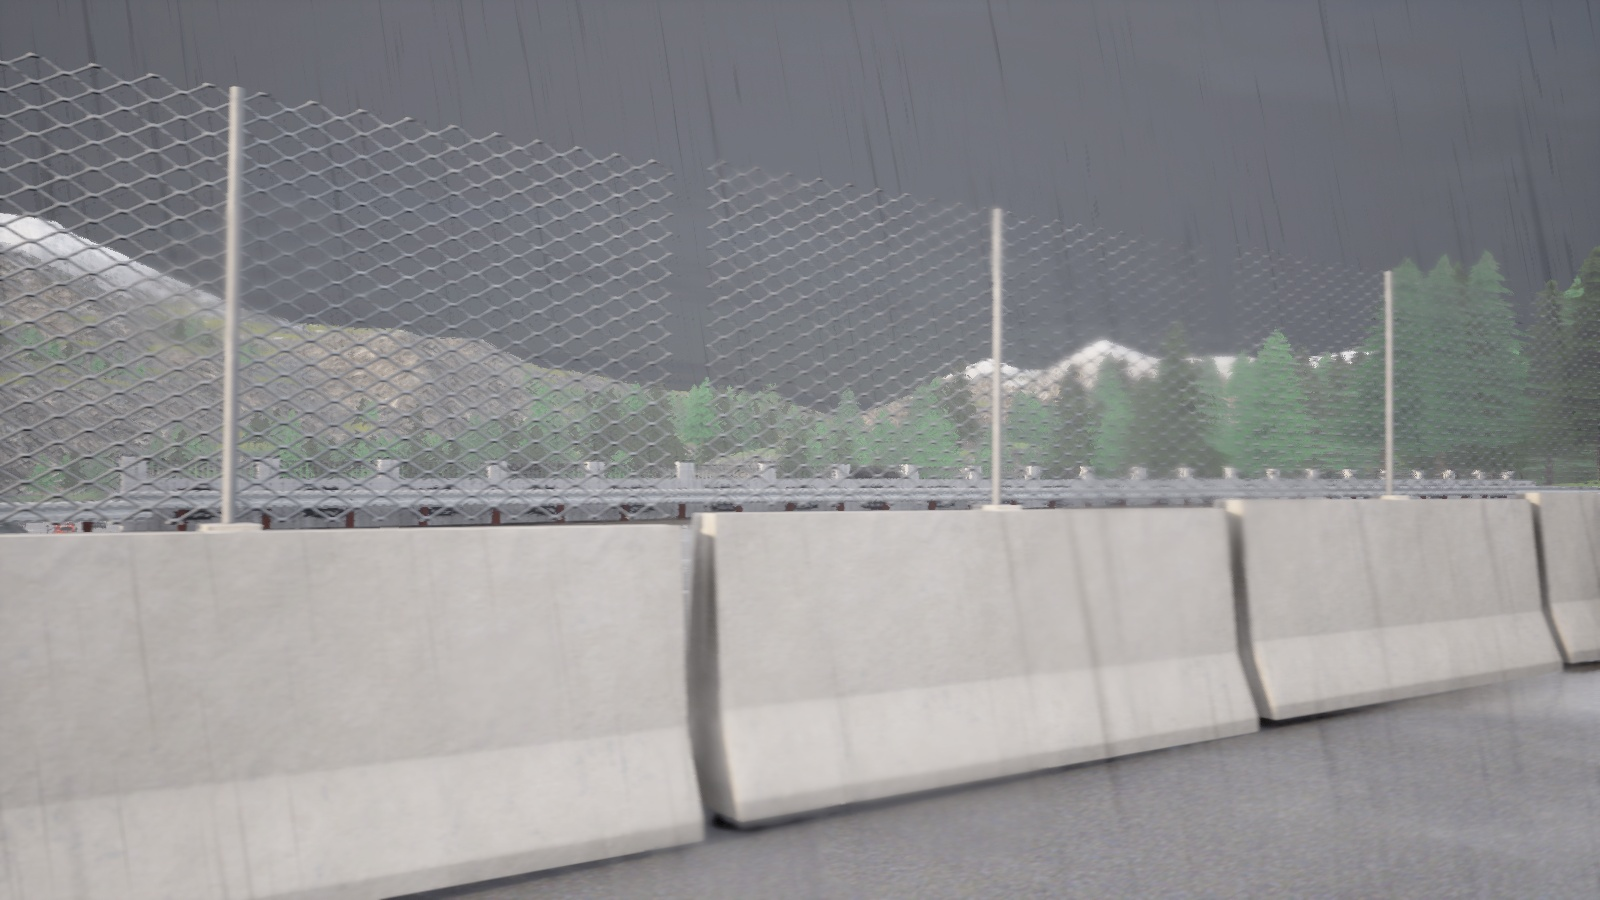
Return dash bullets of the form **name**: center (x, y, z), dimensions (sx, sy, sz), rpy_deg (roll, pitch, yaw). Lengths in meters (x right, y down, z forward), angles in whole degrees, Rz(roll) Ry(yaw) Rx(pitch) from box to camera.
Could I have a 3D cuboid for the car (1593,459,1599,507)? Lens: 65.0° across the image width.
- **car**: center (26.819, 1.057, 39.381), dimensions (4.193, 1.474, 1.816), rpy_deg (1, -1, -35)
